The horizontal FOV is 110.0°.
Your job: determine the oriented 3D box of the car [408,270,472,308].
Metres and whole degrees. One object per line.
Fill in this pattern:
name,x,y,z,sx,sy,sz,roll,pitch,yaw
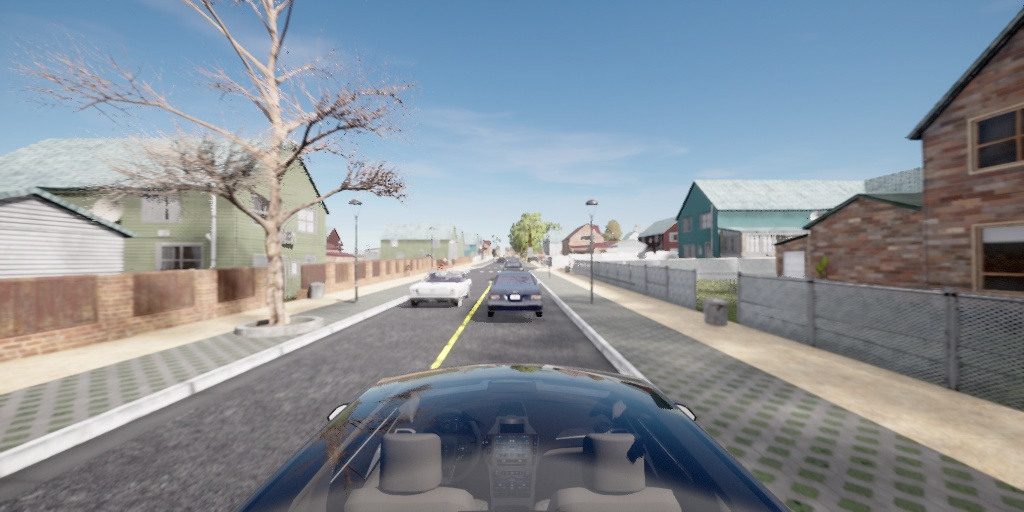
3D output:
car,-2.850,1.292,15.080,1.895,1.301,4.718,0,0,0

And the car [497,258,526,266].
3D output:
car,0.091,1.123,28.307,2.128,1.511,4.902,0,0,0

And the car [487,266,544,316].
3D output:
car,0.096,1.247,13.054,2.033,1.411,5.357,0,0,0

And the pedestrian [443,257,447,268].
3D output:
pedestrian,-9.697,0.975,51.528,0.375,1.860,0.375,0,1,0
